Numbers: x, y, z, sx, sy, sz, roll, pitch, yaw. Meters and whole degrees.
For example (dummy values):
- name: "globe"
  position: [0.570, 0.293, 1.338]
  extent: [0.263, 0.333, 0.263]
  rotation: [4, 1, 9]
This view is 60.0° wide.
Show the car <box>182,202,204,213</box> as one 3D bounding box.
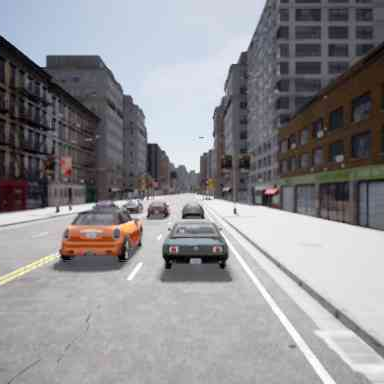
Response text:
- name: "car"
  position: [0.105, 1.635, 30.667]
  extent: [1.994, 1.385, 4.181]
  rotation: [0, 0, 0]

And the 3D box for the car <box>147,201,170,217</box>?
- name: "car"
  position: [-3.156, 1.600, 31.842]
  extent: [1.812, 1.442, 4.674]
  rotation: [0, 0, 0]

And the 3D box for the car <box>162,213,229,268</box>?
- name: "car"
  position: [0.102, 1.627, 11.397]
  extent: [1.895, 1.301, 4.718]
  rotation: [0, 0, 0]

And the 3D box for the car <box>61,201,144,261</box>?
- name: "car"
  position: [-3.148, 1.381, 12.521]
  extent: [2.097, 1.767, 4.553]
  rotation: [0, 0, 0]
